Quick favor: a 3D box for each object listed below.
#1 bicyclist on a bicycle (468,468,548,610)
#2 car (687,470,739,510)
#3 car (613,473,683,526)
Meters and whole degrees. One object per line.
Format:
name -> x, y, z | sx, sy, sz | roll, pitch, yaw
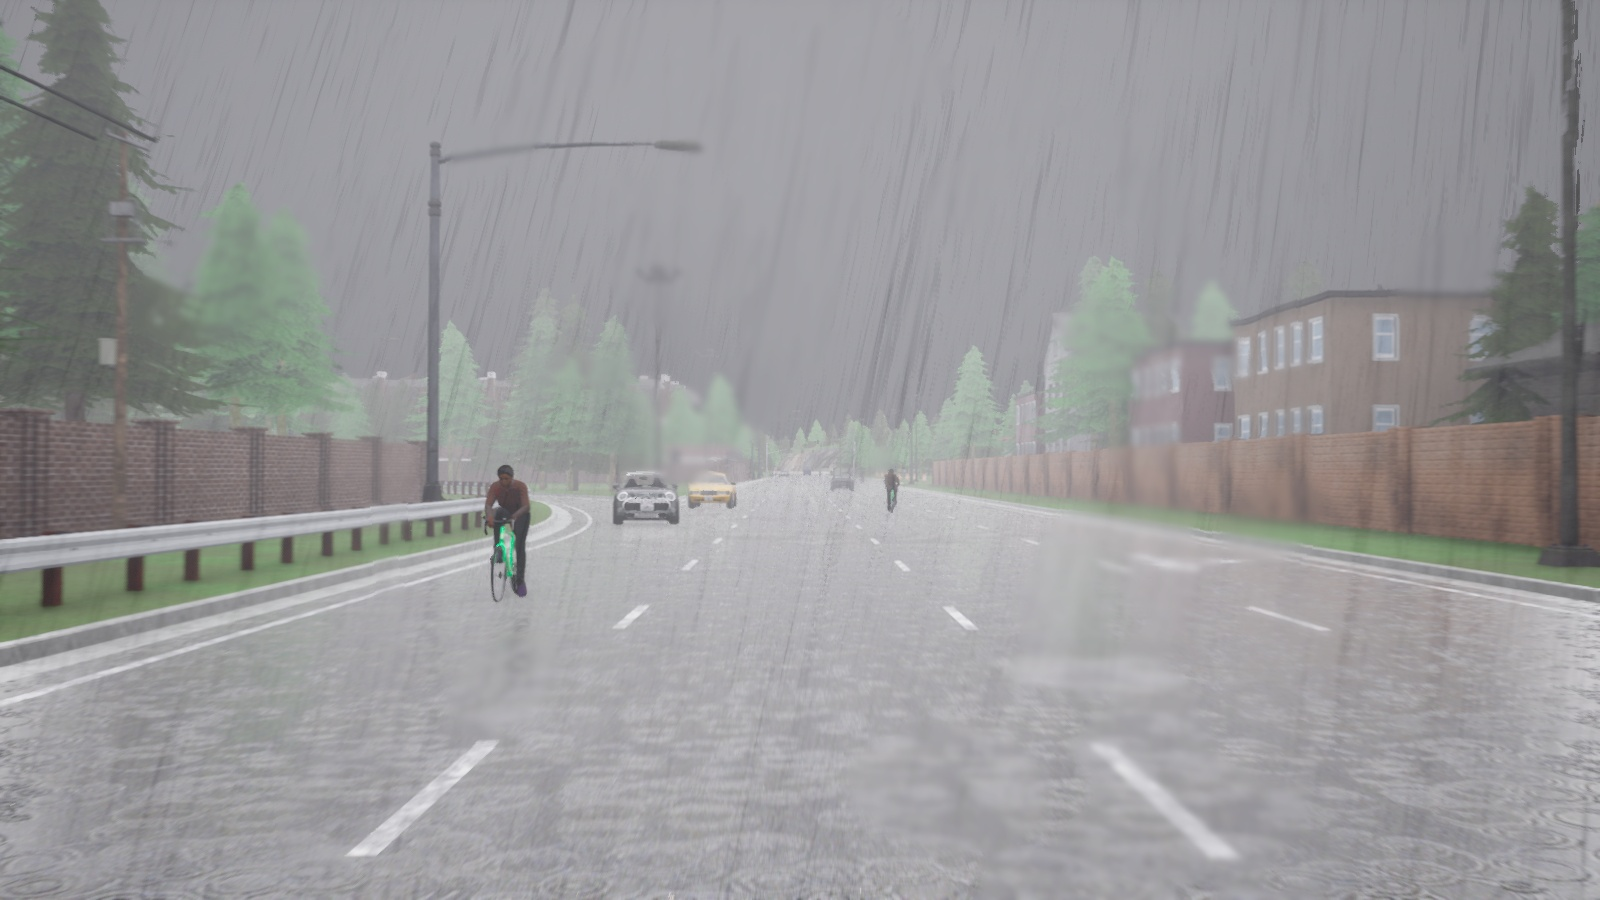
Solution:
bicyclist on a bicycle -> -3.538, 1.037, 15.324 | 0.582, 1.620, 1.656 | 0, 0, 0
car -> -3.630, 1.654, 53.132 | 1.801, 1.575, 5.366 | 0, -1, 0
car -> -4.544, 1.421, 37.326 | 1.970, 1.475, 3.806 | 0, -1, -8
